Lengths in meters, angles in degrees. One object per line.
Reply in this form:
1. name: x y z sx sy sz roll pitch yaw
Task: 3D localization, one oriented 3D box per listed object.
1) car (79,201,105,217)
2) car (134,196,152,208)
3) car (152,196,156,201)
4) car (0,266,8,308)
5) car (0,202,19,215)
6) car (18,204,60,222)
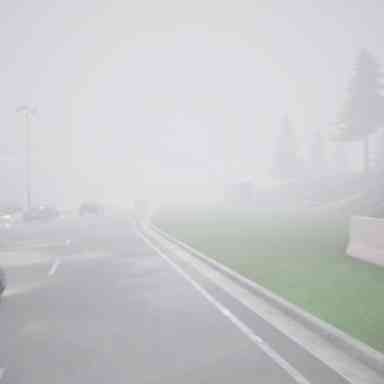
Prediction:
1. car: -10.111 1.676 33.853 1.837 1.490 4.892 -2 0 -4
2. car: -7.728 1.618 50.868 2.033 1.411 5.357 -1 0 -4
3. car: -9.680 1.588 80.579 2.033 1.411 5.357 -1 0 -4
4. car: -4.028 1.637 4.517 2.033 1.411 5.357 -1 0 -18
5. car: -22.314 1.987 40.738 1.812 1.442 4.674 -1 0 -3
6. car: -13.232 1.824 29.420 1.994 1.385 4.181 -1 0 -5
